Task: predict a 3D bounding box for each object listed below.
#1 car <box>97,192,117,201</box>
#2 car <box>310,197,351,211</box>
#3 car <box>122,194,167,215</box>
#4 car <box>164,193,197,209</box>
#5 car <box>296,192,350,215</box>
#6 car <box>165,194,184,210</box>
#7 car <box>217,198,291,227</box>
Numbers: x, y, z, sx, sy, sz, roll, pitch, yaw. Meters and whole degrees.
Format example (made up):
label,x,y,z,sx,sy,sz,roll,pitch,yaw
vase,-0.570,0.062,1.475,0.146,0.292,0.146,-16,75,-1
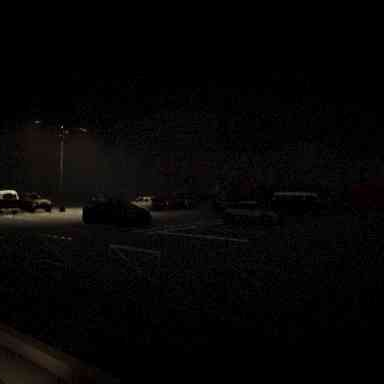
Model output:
label,x,y,z,sx,sy,sz,roll,pitch,yaw
car,-23.228,0.913,90.875,1.851,1.617,3.988,0,0,36
car,15.440,1.317,37.082,3.905,1.438,1.784,0,0,36
car,-4.988,1.271,34.492,3.806,1.475,1.970,0,0,36
car,-1.771,1.028,39.050,4.605,1.855,1.932,0,0,36
car,13.698,1.106,34.767,4.605,1.855,1.932,0,0,36
car,-3.297,1.239,36.843,3.905,1.438,1.784,0,0,36
car,3.908,1.349,20.994,3.806,1.475,1.970,0,0,36
